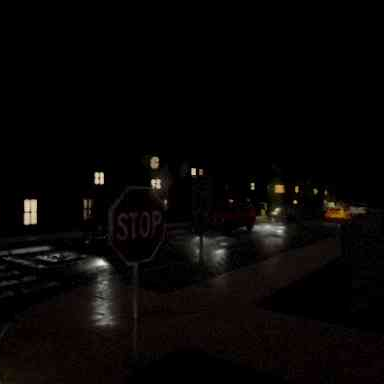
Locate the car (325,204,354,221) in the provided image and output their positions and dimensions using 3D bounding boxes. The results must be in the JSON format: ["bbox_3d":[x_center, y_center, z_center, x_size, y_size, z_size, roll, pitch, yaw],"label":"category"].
[{"bbox_3d":[16.745,2.545,38.156,1.882,1.535,5.008,1,-1,36],"label":"car"}]

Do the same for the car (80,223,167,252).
[{"bbox_3d":[-3.127,1.916,16.133,1.812,1.442,4.674,1,-1,36],"label":"car"}]

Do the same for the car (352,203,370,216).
[{"bbox_3d":[24.717,2.592,48.960,2.150,2.045,5.566,1,-1,36],"label":"car"}]

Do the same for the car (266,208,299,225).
[{"bbox_3d":[8.916,2.324,32.490,2.128,1.511,4.902,1,-1,36],"label":"car"}]

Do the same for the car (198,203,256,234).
[{"bbox_3d":[2.702,1.824,24.075,2.150,2.045,5.566,1,-1,36],"label":"car"}]
